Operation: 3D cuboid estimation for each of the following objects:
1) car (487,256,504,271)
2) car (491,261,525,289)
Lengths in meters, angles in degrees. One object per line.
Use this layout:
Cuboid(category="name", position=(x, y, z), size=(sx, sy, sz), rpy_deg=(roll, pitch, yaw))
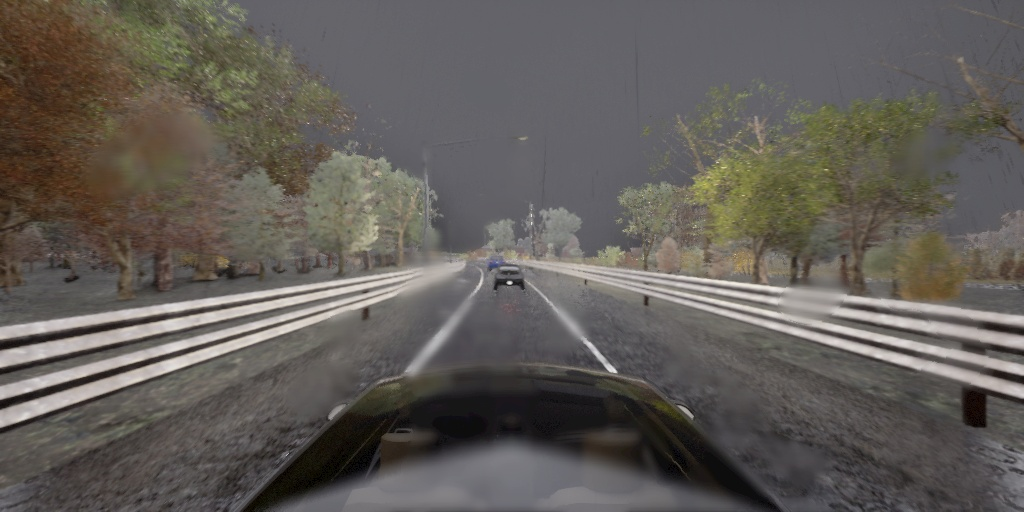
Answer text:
Cuboid(category="car", position=(-2.192, 0.956, 48.443), size=(2.150, 2.045, 5.566), rpy_deg=(0, 0, -7))
Cuboid(category="car", position=(-0.242, 1.260, 22.831), size=(1.837, 1.490, 4.892), rpy_deg=(1, 0, -3))
